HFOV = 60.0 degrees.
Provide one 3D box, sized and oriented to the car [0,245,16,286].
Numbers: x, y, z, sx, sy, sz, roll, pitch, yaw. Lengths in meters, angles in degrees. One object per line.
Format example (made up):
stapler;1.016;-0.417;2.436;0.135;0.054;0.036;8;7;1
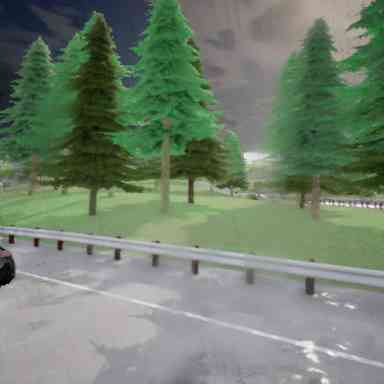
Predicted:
car;-6.107;1.516;7.913;4.181;1.385;1.994;0;0;33
